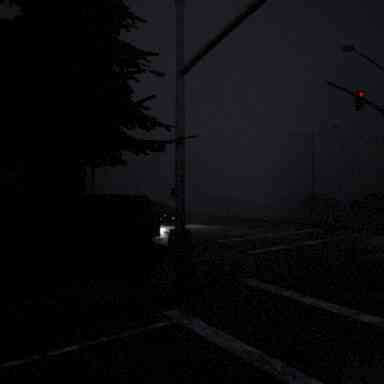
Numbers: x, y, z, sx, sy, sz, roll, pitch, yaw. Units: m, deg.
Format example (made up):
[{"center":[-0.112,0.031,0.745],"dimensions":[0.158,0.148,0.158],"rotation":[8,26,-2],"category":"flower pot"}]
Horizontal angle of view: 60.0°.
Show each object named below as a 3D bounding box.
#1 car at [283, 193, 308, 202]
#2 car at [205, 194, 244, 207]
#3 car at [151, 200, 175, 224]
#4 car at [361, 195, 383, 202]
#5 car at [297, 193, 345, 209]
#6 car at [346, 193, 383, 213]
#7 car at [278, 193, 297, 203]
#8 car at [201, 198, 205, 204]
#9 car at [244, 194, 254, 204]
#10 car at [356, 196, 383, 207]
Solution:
[{"center":[20.711,1.097,66.610],"dimensions":[1.932,1.855,4.605],"rotation":[0,0,-36],"category":"car"},{"center":[4.363,1.298,45.210],"dimensions":[2.007,1.523,4.514],"rotation":[0,0,-36],"category":"car"},{"center":[-2.534,1.311,22.196],"dimensions":[1.837,1.490,4.892],"rotation":[0,1,-36],"category":"car"},{"center":[37.787,1.384,69.613],"dimensions":[1.970,1.475,3.806],"rotation":[0,0,-36],"category":"car"},{"center":[15.850,1.097,41.155],"dimensions":[1.932,1.855,4.605],"rotation":[0,0,-36],"category":"car"},{"center":[17.790,1.077,32.851],"dimensions":[1.905,1.878,3.866],"rotation":[0,0,-36],"category":"car"},{"center":[18.596,1.077,64.575],"dimensions":[1.905,1.878,3.866],"rotation":[0,0,-36],"category":"car"},{"center":[3.208,1.232,53.069],"dimensions":[1.970,1.475,3.806],"rotation":[0,0,-36],"category":"car"},{"center":[8.222,1.154,57.087],"dimensions":[2.152,1.636,5.027],"rotation":[0,0,-36],"category":"car"},{"center":[26.367,1.298,47.868],"dimensions":[2.007,1.523,4.514],"rotation":[0,0,-36],"category":"car"}]
